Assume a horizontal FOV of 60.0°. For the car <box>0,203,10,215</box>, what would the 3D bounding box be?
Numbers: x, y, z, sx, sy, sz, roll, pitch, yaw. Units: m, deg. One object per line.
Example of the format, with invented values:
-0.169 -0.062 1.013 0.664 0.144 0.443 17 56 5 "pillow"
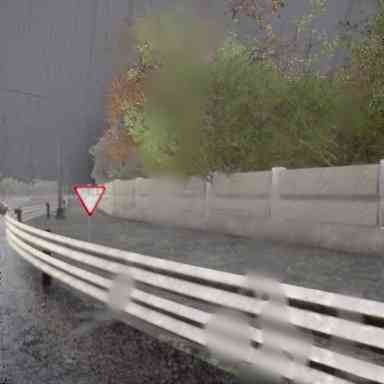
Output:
-18.356 1.567 30.497 1.812 1.442 4.674 0 0 -10 "car"
